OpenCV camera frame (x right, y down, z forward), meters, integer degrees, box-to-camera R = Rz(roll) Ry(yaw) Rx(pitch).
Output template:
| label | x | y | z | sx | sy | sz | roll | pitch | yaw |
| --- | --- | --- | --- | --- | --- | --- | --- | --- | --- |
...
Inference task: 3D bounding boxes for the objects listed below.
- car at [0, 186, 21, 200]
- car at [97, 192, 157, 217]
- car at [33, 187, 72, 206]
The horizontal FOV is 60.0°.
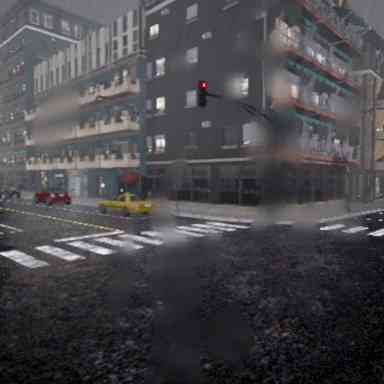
| label | x | y | z | sx | sy | sz | roll | pitch | yaw |
| --- | --- | --- | --- | --- | --- | --- | --- | --- | --- |
| car | -20.249 | 0.061 | 36.578 | 4.403 | 1.369 | 2.008 | 2 | 3 | 43 |
| car | -4.316 | 0.704 | 21.470 | 4.829 | 1.417 | 1.752 | 2 | 3 | 43 |
| car | -12.220 | 0.287 | 28.961 | 4.097 | 1.590 | 1.967 | 2 | 3 | 43 |
